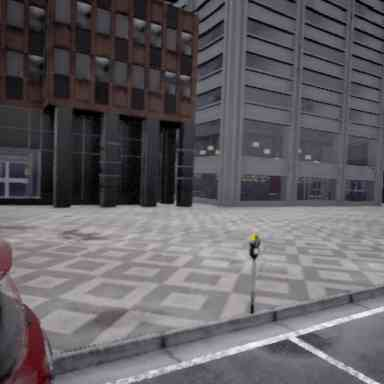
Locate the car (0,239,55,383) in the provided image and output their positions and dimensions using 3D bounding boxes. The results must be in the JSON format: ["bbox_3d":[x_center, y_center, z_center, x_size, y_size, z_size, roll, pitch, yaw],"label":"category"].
[{"bbox_3d":[-2.976,1.154,0.869,5.009,1.841,2.192,1,2,-30],"label":"car"}]
